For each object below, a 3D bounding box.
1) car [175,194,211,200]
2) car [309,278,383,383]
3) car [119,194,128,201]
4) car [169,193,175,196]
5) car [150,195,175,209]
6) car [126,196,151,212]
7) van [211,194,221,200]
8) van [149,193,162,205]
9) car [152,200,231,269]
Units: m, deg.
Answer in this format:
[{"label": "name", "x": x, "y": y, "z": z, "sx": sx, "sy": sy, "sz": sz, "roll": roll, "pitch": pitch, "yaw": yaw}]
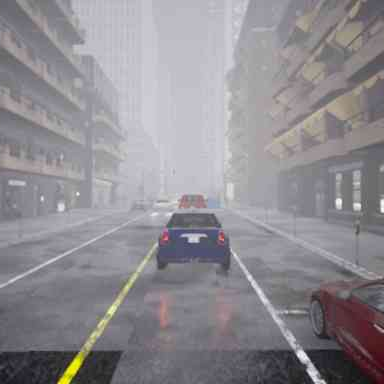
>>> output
[{"label": "car", "x": 0.062, "y": 1.133, "z": 25.837, "sx": 2.150, "sy": 2.045, "sz": 5.566, "roll": 0, "pitch": 1, "yaw": 0}, {"label": "car", "x": 2.704, "y": 1.569, "z": 3.656, "sx": 1.802, "sy": 1.307, "sz": 4.206, "roll": 1, "pitch": 0, "yaw": 0}, {"label": "car", "x": -16.492, "y": 1.227, "z": 76.112, "sx": 4.097, "sy": 1.590, "sz": 1.967, "roll": 0, "pitch": -1, "yaw": 0}, {"label": "car", "x": -5.675, "y": 1.114, "z": 91.532, "sx": 1.967, "sy": 1.590, "sz": 4.097, "roll": 1, "pitch": 0, "yaw": 0}, {"label": "car", "x": -3.099, "y": 1.399, "z": 35.832, "sx": 1.812, "sy": 1.442, "sz": 4.674, "roll": 0, "pitch": 0, "yaw": 0}, {"label": "car", "x": -5.644, "y": 1.421, "z": 36.845, "sx": 2.008, "sy": 1.369, "sz": 4.403, "roll": 1, "pitch": 0, "yaw": 0}, {"label": "van", "x": 2.707, "y": 1.191, "z": 42.438, "sx": 1.690, "sy": 1.788, "sz": 3.998, "roll": 1, "pitch": 0, "yaw": 0}, {"label": "van", "x": -5.810, "y": 1.152, "z": 53.466, "sx": 1.690, "sy": 1.788, "sz": 3.998, "roll": 1, "pitch": 0, "yaw": 0}, {"label": "car", "x": 0.064, "y": 1.313, "z": 11.172, "sx": 2.097, "sy": 1.767, "sz": 4.553, "roll": 0, "pitch": 0, "yaw": 0}]
